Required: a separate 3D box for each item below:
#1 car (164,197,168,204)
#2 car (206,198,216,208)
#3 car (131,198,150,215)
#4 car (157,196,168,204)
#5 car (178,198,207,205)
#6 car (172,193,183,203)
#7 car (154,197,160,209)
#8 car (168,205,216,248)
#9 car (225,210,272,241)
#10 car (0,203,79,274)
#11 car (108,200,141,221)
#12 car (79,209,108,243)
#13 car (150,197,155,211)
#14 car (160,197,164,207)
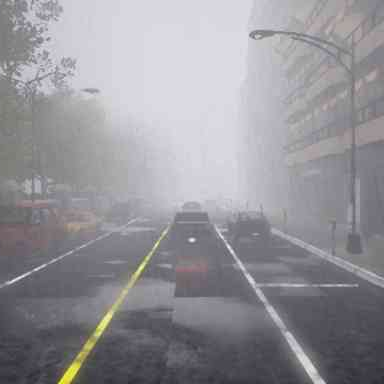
[{"bbox_3d":[-5.766,1.578,60.587,2.008,1.369,4.403,0,0,0],"label":"car"},{"bbox_3d":[2.692,1.569,49.513,2.008,1.369,4.403,0,0,0],"label":"car"},{"bbox_3d":[-5.687,1.447,32.895,1.967,1.590,4.097,0,0,0],"label":"car"},{"bbox_3d":[-5.817,1.577,66.127,1.887,1.381,4.507,0,0,0],"label":"car"},{"bbox_3d":[0.000,1.569,29.650,2.033,1.411,5.357,0,0,0],"label":"car"},{"bbox_3d":[-3.001,1.219,70.700,2.150,2.045,5.566,0,0,0],"label":"car"},{"bbox_3d":[-5.688,1.539,43.802,1.752,1.417,4.829,0,0,0],"label":"car"},{"bbox_3d":[0.000,1.517,14.650,1.837,1.490,4.892,0,0,0],"label":"car"},{"bbox_3d":[2.693,1.551,16.281,2.008,1.369,4.403,0,0,0],"label":"car"},{"bbox_3d":[-5.687,1.313,10.740,2.192,1.841,5.009,0,0,0],"label":"car"},{"bbox_3d":[-5.688,1.570,27.356,1.947,1.339,4.313,0,0,0],"label":"car"},{"bbox_3d":[-5.688,1.525,16.109,1.752,1.417,4.829,0,0,0],"label":"car"},{"bbox_3d":[-5.688,1.592,38.434,1.802,1.307,4.206,0,0,0],"label":"car"},{"bbox_3d":[-5.688,1.458,49.511,1.967,1.590,4.097,0,0,0],"label":"car"}]
